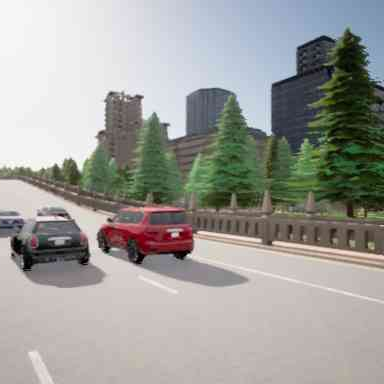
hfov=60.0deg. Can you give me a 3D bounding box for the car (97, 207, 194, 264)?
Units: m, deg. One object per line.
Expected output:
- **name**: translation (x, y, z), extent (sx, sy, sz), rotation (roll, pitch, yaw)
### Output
- **car**: translation (-2.110, 1.633, 13.831), extent (2.150, 2.045, 5.566), rotation (1, -2, -34)

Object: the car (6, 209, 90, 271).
- **car**: translation (-5.512, 1.705, 12.602), extent (2.097, 1.767, 4.553), rotation (2, -2, -34)

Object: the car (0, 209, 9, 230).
- **car**: translation (-12.847, 1.875, 22.991), extent (2.033, 1.411, 5.357), rotation (2, 1, -35)

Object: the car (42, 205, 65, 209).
- **car**: translation (-11.228, 1.845, 26.815), extent (1.837, 1.490, 4.892), rotation (2, 1, -35)
